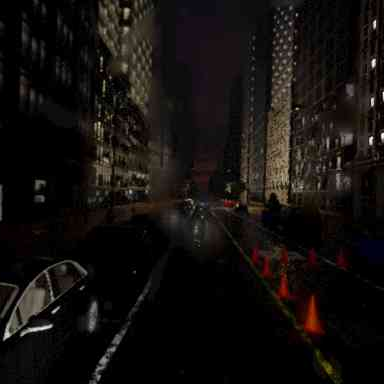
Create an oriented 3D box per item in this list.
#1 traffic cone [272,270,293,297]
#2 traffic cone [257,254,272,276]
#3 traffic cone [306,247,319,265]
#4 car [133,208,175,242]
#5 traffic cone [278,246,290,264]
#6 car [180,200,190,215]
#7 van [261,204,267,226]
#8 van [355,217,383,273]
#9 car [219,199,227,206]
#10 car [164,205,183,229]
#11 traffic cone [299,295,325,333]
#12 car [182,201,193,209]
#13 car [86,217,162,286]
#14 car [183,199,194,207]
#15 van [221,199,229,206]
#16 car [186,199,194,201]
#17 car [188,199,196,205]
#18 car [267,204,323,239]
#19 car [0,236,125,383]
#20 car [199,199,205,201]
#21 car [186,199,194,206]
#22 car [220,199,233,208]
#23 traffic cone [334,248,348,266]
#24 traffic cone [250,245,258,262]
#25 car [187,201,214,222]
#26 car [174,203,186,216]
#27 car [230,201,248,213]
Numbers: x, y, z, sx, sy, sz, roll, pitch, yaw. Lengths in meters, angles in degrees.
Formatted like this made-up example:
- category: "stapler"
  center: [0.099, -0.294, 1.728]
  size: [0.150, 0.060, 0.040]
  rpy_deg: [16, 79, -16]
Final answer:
- category: "traffic cone"
  center: [2.157, 2.122, 7.816]
  size: [0.340, 0.580, 0.340]
  rpy_deg: [2, -1, 2]
- category: "traffic cone"
  center: [2.211, 2.147, 9.815]
  size: [0.340, 0.580, 0.340]
  rpy_deg: [2, -1, 2]
- category: "traffic cone"
  center: [4.263, 2.240, 11.760]
  size: [0.340, 0.580, 0.340]
  rpy_deg: [2, -1, 2]
- category: "car"
  center: [-2.051, 1.656, 15.274]
  size: [1.887, 1.381, 4.507]
  rpy_deg: [1, -1, 2]
- category: "traffic cone"
  center: [3.263, 2.207, 11.787]
  size: [0.340, 0.580, 0.340]
  rpy_deg: [2, -1, 2]
- category: "car"
  center: [-1.444, 1.949, 37.999]
  size: [2.008, 1.369, 4.403]
  rpy_deg: [1, -1, 2]
- category: "van"
  center: [6.630, 1.879, 26.412]
  size: [1.690, 1.788, 3.998]
  rpy_deg: [1, -1, 2]
- category: "van"
  center: [6.175, 1.663, 9.368]
  size: [1.690, 1.788, 3.998]
  rpy_deg: [1, -1, 2]
- category: "car"
  center: [8.300, 2.765, 88.903]
  size: [1.967, 1.590, 4.097]
  rpy_deg: [1, -1, 2]
- category: "car"
  center: [-1.900, 1.734, 20.956]
  size: [2.008, 1.369, 4.403]
  rpy_deg: [1, -1, 2]
- category: "traffic cone"
  center: [2.104, 2.097, 5.817]
  size: [0.340, 0.580, 0.340]
  rpy_deg: [2, -1, 2]
- category: "car"
  center: [-0.837, 2.267, 60.723]
  size: [1.802, 1.307, 4.206]
  rpy_deg: [1, -1, 2]
- category: "car"
  center: [-2.204, 1.605, 9.593]
  size: [1.947, 1.339, 4.313]
  rpy_deg: [1, -1, 2]
- category: "car"
  center: [-0.681, 2.197, 66.406]
  size: [1.967, 1.590, 4.097]
  rpy_deg: [1, -1, 2]
- category: "van"
  center: [8.150, 2.595, 83.223]
  size: [1.690, 1.788, 3.998]
  rpy_deg: [1, -1, 2]
- category: "car"
  center: [-1.140, 2.093, 49.361]
  size: [2.008, 1.369, 4.403]
  rpy_deg: [1, -1, 2]
- category: "car"
  center: [-0.077, 2.608, 89.130]
  size: [1.947, 1.339, 4.313]
  rpy_deg: [1, -1, 2]
- category: "car"
  center: [6.479, 1.781, 20.731]
  size: [2.192, 1.841, 5.009]
  rpy_deg: [1, -1, 2]
- category: "car"
  center: [-2.355, 1.518, 3.912]
  size: [2.008, 1.369, 4.403]
  rpy_deg: [1, -1, 2]
- category: "car"
  center: [2.327, 2.473, 78.038]
  size: [1.882, 1.535, 5.008]
  rpy_deg: [2, -1, 2]
- category: "car"
  center: [-0.383, 2.423, 77.598]
  size: [1.752, 1.417, 4.829]
  rpy_deg: [1, -1, 2]
- category: "car"
  center: [7.846, 2.426, 71.861]
  size: [2.192, 1.841, 5.009]
  rpy_deg: [1, -1, 2]
- category: "traffic cone"
  center: [5.261, 2.274, 11.732]
  size: [0.340, 0.580, 0.340]
  rpy_deg: [2, -1, 2]
- category: "traffic cone"
  center: [2.264, 2.173, 11.814]
  size: [0.340, 0.580, 0.340]
  rpy_deg: [2, -1, 2]
- category: "car"
  center: [0.969, 1.888, 30.814]
  size: [2.128, 1.511, 4.902]
  rpy_deg: [2, -1, 2]
- category: "car"
  center: [-1.748, 1.837, 26.636]
  size: [1.802, 1.307, 4.206]
  rpy_deg: [1, -1, 2]
- category: "car"
  center: [7.233, 2.376, 49.133]
  size: [2.008, 1.369, 4.403]
  rpy_deg: [1, -1, 2]
